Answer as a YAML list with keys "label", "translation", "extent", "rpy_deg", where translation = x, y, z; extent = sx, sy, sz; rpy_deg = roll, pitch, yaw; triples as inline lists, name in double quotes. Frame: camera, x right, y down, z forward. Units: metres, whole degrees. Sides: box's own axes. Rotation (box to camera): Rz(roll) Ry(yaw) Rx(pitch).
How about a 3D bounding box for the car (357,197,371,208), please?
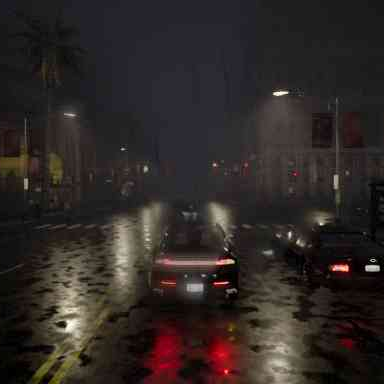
- label: "car"
  translation: [25.441, 1.505, 44.699]
  extent: [4.892, 1.490, 1.837]
  rpy_deg: [0, 0, 0]

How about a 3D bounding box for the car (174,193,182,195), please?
- label: "car"
  translation: [-3.465, 1.540, 71.858]
  extent: [2.033, 1.411, 5.357]
  rpy_deg: [0, 0, 0]

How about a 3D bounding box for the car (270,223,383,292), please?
- label: "car"
  translation: [3.567, 1.547, 9.047]
  extent: [2.033, 1.411, 5.357]
  rpy_deg: [0, 0, 0]

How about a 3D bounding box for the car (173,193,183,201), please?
- label: "car"
  translation: [-3.459, 1.225, 82.354]
  extent: [2.150, 2.045, 5.566]
  rpy_deg: [0, 0, 0]

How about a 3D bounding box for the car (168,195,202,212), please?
- label: "car"
  translation: [-1.216, 1.491, 39.823]
  extent: [2.128, 1.511, 4.902]
  rpy_deg: [0, 0, -29]

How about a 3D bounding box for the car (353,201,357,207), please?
- label: "car"
  translation: [26.061, 1.477, 48.209]
  extent: [5.008, 1.535, 1.882]
  rpy_deg: [0, 0, 0]

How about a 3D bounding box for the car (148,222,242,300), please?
- label: "car"
  translation: [0.063, 1.492, 8.347]
  extent: [2.128, 1.511, 4.902]
  rpy_deg: [0, 0, 0]
